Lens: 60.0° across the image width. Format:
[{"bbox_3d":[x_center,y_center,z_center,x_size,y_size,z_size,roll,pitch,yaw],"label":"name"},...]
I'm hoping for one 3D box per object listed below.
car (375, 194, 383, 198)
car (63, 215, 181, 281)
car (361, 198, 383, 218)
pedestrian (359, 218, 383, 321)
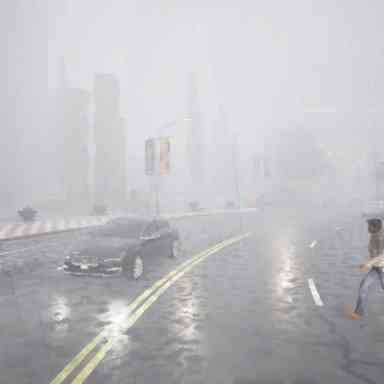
[{"bbox_3d":[24.356,1.221,41.305,5.566,2.045,2.150,0,0,-17],"label":"car"},{"bbox_3d":[-1.809,1.505,10.096,1.837,1.490,4.892,-1,0,17],"label":"car"},{"bbox_3d":[17.053,1.526,29.919,4.674,1.442,1.812,0,0,-34],"label":"car"},{"bbox_3d":[3.106,1.294,5.580,0.375,1.860,0.375,0,0,11],"label":"pedestrian"}]
